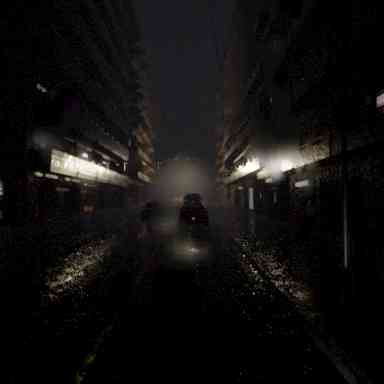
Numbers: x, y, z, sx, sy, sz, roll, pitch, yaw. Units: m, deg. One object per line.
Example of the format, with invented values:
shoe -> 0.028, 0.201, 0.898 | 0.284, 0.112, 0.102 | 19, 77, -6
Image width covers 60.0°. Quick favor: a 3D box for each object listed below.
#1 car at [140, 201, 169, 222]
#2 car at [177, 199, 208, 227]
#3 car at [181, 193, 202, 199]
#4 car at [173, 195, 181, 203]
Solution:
car -> -2.855, 1.465, 26.224 | 1.882, 1.535, 5.008 | 0, 0, 0
car -> 0.093, 1.468, 22.748 | 1.882, 1.535, 5.008 | 0, 0, 0
car -> 0.089, 1.188, 40.931 | 2.150, 2.045, 5.566 | 0, 0, 0
car -> -2.771, 1.399, 66.924 | 1.882, 1.535, 5.008 | 0, 0, 0
